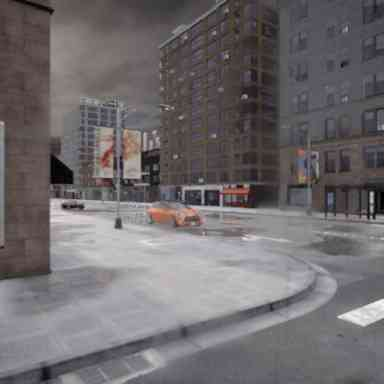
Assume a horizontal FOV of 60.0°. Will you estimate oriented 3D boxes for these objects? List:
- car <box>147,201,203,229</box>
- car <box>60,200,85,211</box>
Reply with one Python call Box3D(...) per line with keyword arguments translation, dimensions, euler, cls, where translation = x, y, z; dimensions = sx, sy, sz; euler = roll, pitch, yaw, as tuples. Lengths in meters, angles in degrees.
Box3D(translation=(-1.223, 1.399, 22.466), dimensions=(2.097, 1.767, 4.553), euler=(0, 0, -35), cls="car")
Box3D(translation=(-15.083, 1.698, 41.964), dimensions=(1.895, 1.301, 4.718), euler=(0, 0, -35), cls="car")
